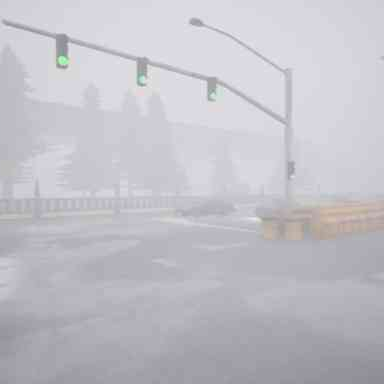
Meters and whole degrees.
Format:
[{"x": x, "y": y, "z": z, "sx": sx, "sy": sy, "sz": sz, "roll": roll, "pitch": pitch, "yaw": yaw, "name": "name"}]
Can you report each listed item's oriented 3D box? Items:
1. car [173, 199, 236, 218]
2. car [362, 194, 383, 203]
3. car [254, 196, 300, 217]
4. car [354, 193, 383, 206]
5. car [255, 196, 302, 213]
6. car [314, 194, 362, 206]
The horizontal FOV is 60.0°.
[{"x": 1.123, "y": 1.252, "z": 26.422, "sx": 5.357, "sy": 1.411, "sz": 2.033, "roll": -1, "pitch": 1, "yaw": -39, "name": "car"}, {"x": 21.998, "y": 1.063, "z": 38.760, "sx": 4.902, "sy": 1.511, "sz": 2.128, "roll": -1, "pitch": 1, "yaw": -39, "name": "car"}, {"x": 6.845, "y": 1.268, "z": 26.544, "sx": 4.181, "sy": 1.385, "sz": 1.994, "roll": -1, "pitch": 1, "yaw": -39, "name": "car"}, {"x": 24.173, "y": 0.994, "z": 44.984, "sx": 4.902, "sy": 1.511, "sz": 2.128, "roll": 0, "pitch": 1, "yaw": -39, "name": "car"}, {"x": 8.464, "y": 1.145, "z": 32.346, "sx": 4.892, "sy": 1.490, "sz": 1.837, "roll": -1, "pitch": 1, "yaw": -39, "name": "car"}, {"x": 14.067, "y": 1.189, "z": 32.370, "sx": 5.357, "sy": 1.411, "sz": 2.033, "roll": -1, "pitch": 1, "yaw": -39, "name": "car"}]
